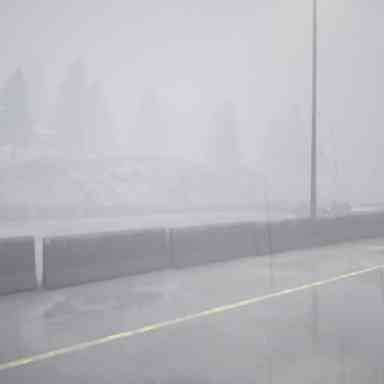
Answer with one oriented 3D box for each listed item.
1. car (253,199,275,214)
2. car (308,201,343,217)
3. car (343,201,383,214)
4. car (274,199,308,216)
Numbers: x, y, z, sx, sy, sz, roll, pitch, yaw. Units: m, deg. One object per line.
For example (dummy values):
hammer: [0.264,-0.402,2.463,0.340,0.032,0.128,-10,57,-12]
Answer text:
car: [8.679,1.495,36.079,4.892,1.490,1.837,0,0,-36]
car: [13.137,1.587,30.665,4.718,1.301,1.895,0,0,-36]
car: [14.827,1.513,27.569,4.674,1.442,1.812,0,0,-36]
car: [10.737,1.514,33.249,4.674,1.442,1.812,0,0,-36]
